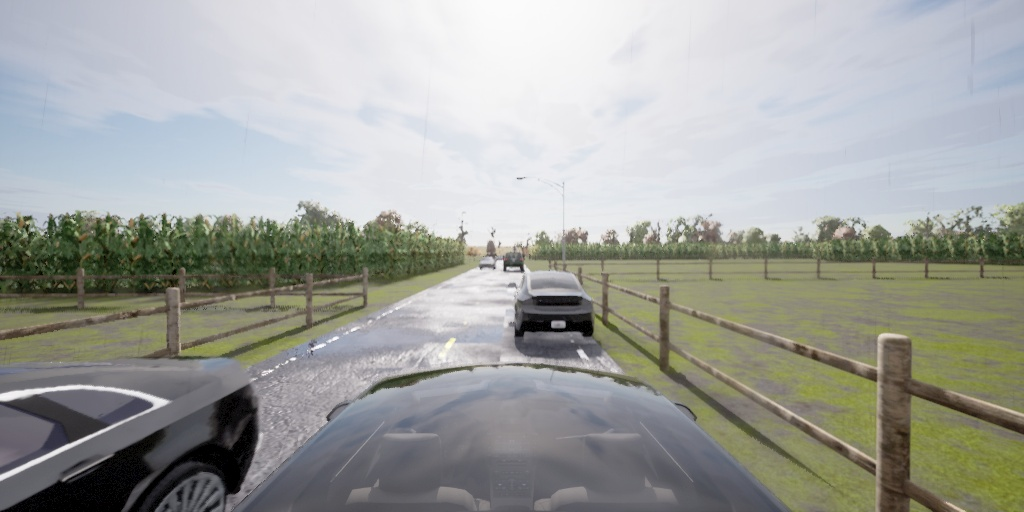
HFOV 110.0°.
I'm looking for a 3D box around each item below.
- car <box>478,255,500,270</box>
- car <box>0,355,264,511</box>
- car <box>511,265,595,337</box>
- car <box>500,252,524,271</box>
[{"bbox_3d":[-2.775,0.833,41.622,2.033,1.411,5.357,0,1,0],"label":"car"},{"bbox_3d":[-2.853,1.252,0.736,2.128,1.511,4.902,0,1,0],"label":"car"},{"bbox_3d":[0.976,1.163,9.935,1.837,1.490,4.892,0,1,0],"label":"car"},{"bbox_3d":[0.149,0.542,38.833,2.150,2.045,5.566,0,1,0],"label":"car"}]
